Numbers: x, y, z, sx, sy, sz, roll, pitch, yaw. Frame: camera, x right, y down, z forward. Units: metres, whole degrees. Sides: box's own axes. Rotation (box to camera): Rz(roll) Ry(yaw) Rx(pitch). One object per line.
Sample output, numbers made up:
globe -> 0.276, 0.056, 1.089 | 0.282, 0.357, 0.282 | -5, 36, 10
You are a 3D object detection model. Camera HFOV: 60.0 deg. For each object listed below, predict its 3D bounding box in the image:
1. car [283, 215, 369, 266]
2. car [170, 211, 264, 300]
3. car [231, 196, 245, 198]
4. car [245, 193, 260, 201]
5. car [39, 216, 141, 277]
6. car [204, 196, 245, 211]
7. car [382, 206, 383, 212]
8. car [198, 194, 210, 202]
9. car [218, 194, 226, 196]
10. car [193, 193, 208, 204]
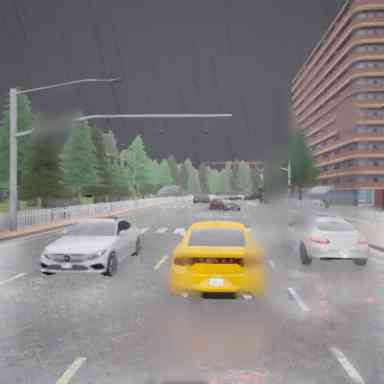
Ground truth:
car -> 4.436, 1.526, 11.521 | 1.812, 1.442, 4.674 | 0, 0, 5
car -> 0.657, 1.478, 8.488 | 1.882, 1.535, 5.008 | 0, 0, 5
car -> 11.387, 1.595, 87.377 | 1.895, 1.301, 4.718 | 0, 0, 34
car -> 15.187, 1.500, 86.827 | 1.837, 1.490, 4.892 | 0, 0, 34
car -> -2.857, 1.526, 10.404 | 1.812, 1.442, 4.674 | 0, 0, 5
car -> 3.605, 1.550, 38.041 | 1.812, 1.442, 4.674 | 0, 0, -29
car -> 22.452, 1.560, 34.514 | 4.892, 1.490, 1.837 | 0, 0, 5
car -> 2.655, 1.355, 74.087 | 2.097, 1.767, 4.553 | 0, 0, 10
car -> 7.712, 1.354, 88.070 | 2.097, 1.767, 4.553 | 0, 0, 27
car -> 1.430, 1.220, 62.112 | 2.150, 2.045, 5.566 | 0, 0, 5
